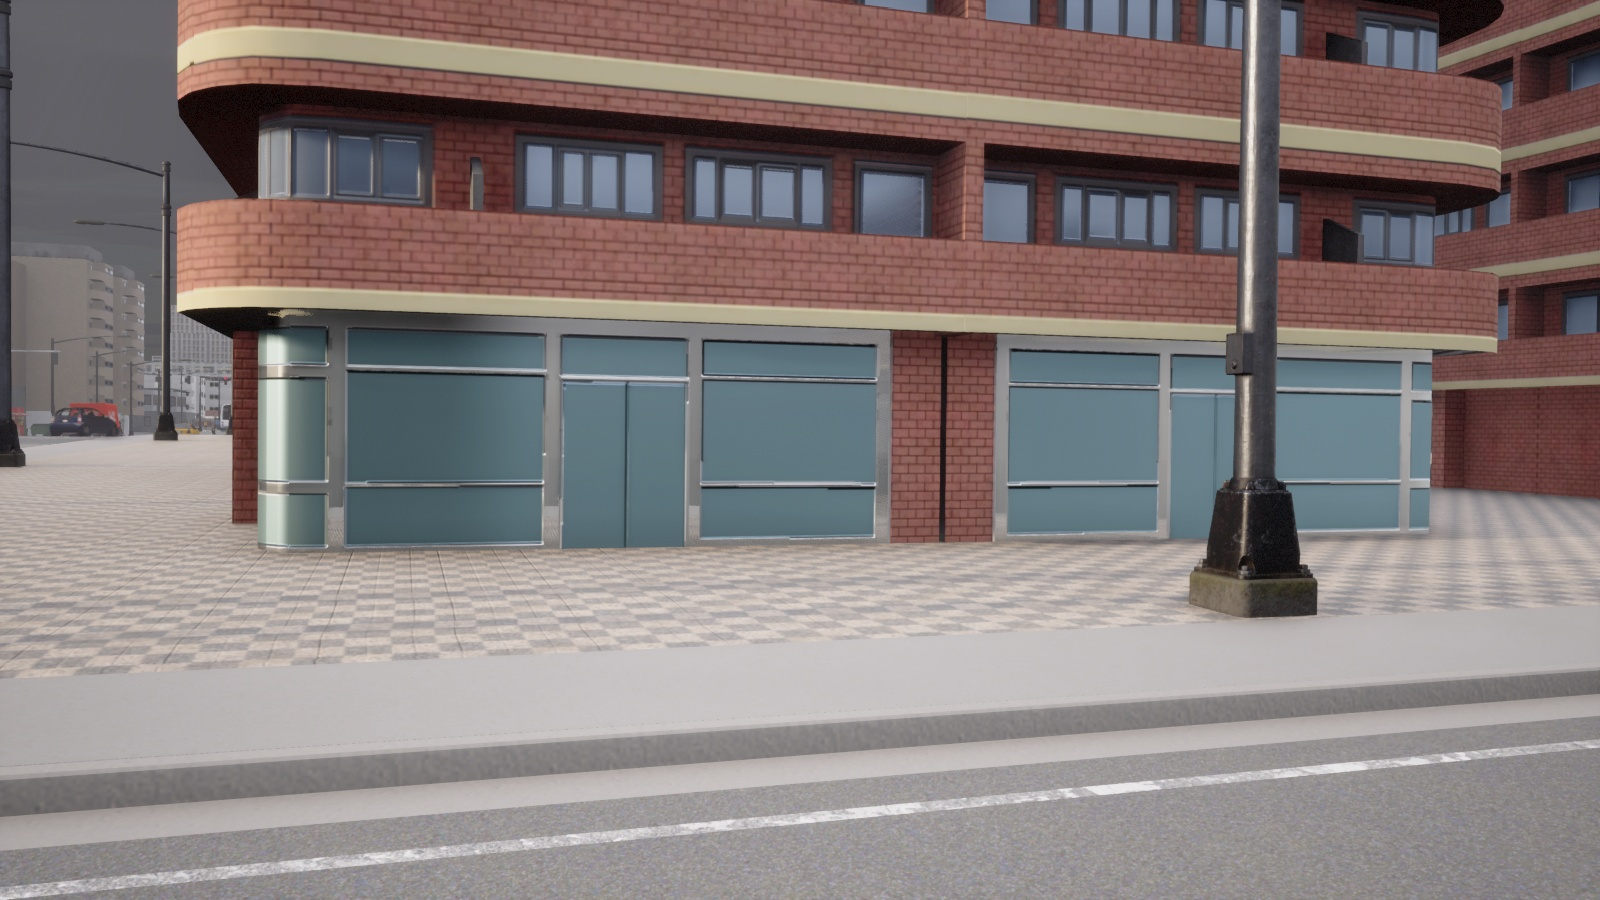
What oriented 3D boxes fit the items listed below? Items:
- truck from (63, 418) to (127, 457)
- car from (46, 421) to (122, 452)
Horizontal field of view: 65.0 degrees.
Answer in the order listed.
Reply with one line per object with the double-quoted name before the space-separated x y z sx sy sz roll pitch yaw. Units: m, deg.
"truck" -46.395 -0.799 82.805 2.627 2.467 5.204 -1 0 -18
"car" -38.583 -0.692 67.774 1.851 1.617 3.988 -1 0 0
